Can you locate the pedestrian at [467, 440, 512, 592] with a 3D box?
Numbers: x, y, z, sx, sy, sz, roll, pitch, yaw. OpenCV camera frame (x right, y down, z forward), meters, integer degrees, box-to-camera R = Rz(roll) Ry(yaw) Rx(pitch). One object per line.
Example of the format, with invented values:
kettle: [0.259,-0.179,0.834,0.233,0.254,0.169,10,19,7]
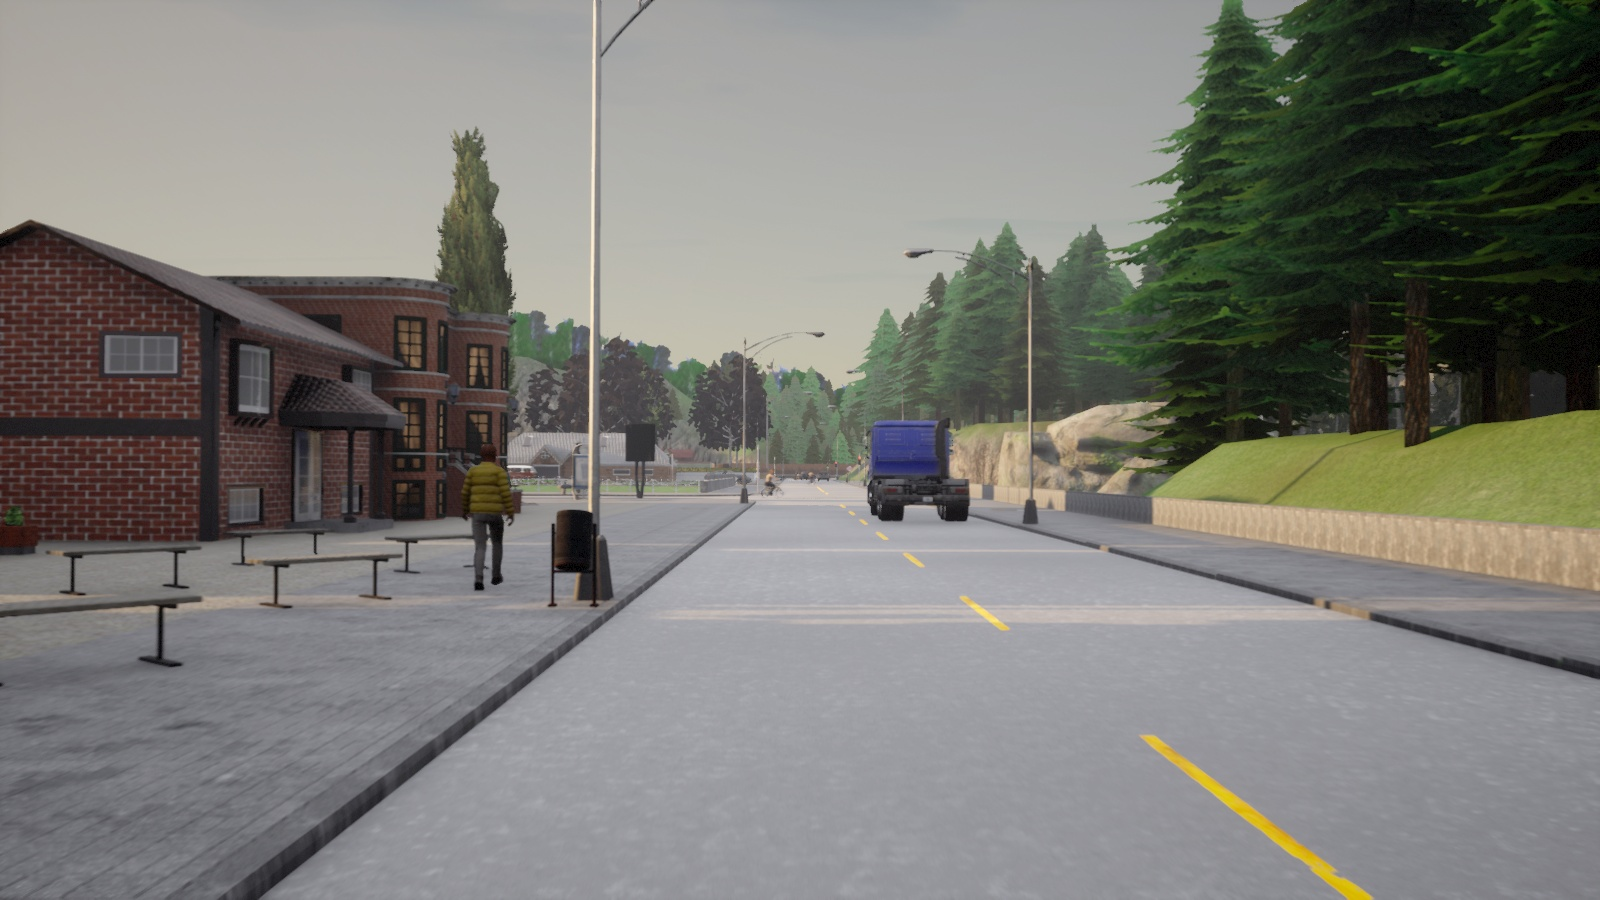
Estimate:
pedestrian: [-3.824,0.799,15.501,0.370,1.835,0.726,0,-1,1]

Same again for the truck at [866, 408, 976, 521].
truck: [3.898,0.524,42.356,2.891,3.462,7.936,0,-1,0]
